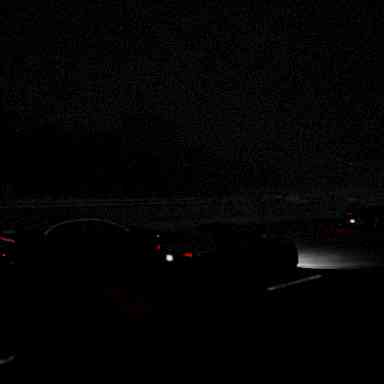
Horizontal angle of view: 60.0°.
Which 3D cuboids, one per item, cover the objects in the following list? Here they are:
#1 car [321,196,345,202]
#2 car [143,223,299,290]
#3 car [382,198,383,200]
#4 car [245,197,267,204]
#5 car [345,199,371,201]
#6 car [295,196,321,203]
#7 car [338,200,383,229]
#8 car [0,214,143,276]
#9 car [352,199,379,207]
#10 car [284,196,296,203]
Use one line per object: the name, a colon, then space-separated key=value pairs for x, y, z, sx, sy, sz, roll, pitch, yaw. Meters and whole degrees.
car: x=20.597 y=1.647 z=46.271 sx=4.902 sy=1.511 sz=2.128 roll=1 pitch=0 yaw=-37
car: x=1.060 y=1.547 z=9.154 sx=4.181 sy=1.385 sz=1.994 roll=0 pitch=0 yaw=-37
car: x=32.683 y=1.754 z=55.426 sx=4.553 sy=1.767 sz=2.097 roll=1 pitch=-1 yaw=-37
car: x=10.279 y=1.509 z=53.231 sx=2.128 sy=1.511 sz=4.902 roll=1 pitch=1 yaw=39
car: x=22.292 y=1.687 z=43.167 sx=4.674 sy=1.442 sz=1.812 roll=1 pitch=0 yaw=-37
car: x=17.932 y=1.678 z=48.639 sx=5.357 sy=1.411 sz=2.033 roll=1 pitch=0 yaw=-37
car: x=11.667 y=1.515 z=21.640 sx=4.892 sy=1.490 sz=1.837 roll=0 pitch=0 yaw=-37
car: x=-3.207 y=1.455 z=10.302 sx=4.902 sy=1.511 sz=2.128 roll=0 pitch=0 yaw=-37
car: x=30.259 y=1.925 z=57.959 sx=5.357 sy=1.411 sz=2.033 roll=1 pitch=-1 yaw=-37
car: x=19.861 y=1.515 z=65.909 sx=1.812 sy=1.442 sz=4.674 roll=1 pitch=1 yaw=36
